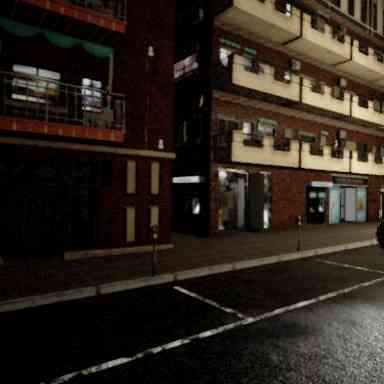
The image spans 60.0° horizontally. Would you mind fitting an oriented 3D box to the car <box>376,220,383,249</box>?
[{"bbox_3d":[9.399,1.321,13.248,5.009,1.841,2.192,0,1,-35],"label":"car"}]
